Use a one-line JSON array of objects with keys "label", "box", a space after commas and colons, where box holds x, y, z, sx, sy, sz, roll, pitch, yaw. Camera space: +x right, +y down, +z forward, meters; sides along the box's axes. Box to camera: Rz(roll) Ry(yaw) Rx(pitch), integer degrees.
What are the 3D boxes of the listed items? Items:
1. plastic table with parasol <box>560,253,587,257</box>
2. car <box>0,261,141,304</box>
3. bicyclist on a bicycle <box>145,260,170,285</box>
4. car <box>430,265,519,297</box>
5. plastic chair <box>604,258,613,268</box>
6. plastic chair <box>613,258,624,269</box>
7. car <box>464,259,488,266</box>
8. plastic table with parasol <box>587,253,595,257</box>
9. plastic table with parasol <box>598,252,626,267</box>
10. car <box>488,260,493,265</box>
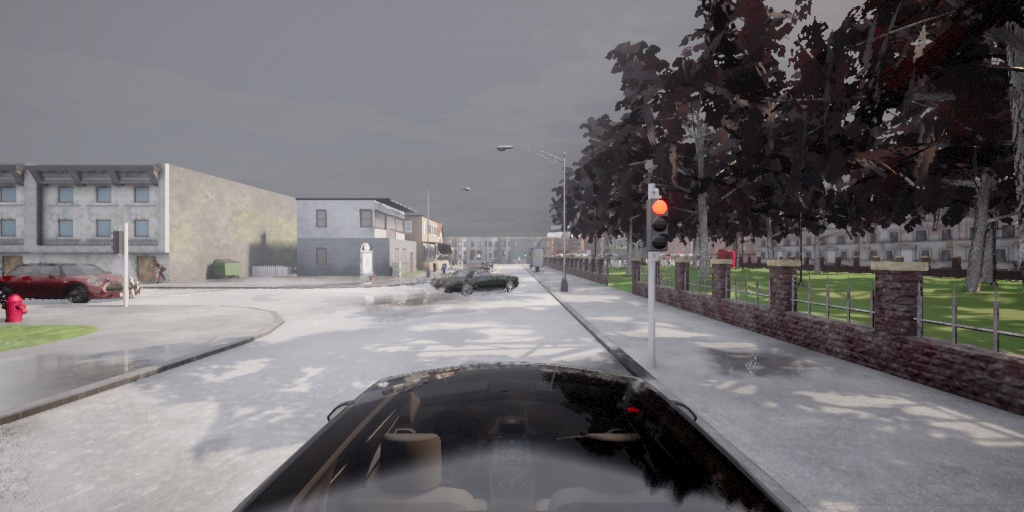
[{"label": "plastic table with parasol", "box": [9.959, 0.684, 57.767, 2.482, 2.480, 2.482, 0, 0, -40]}, {"label": "car", "box": [-19.299, 1.101, 15.754, 4.553, 1.767, 2.097, 0, 0, 0]}, {"label": "bicyclist on a bicycle", "box": [-23.866, 1.098, 24.154, 0.582, 1.620, 1.656, 0, 0, 0]}, {"label": "car", "box": [-1.833, 1.351, 19.153, 4.718, 1.301, 1.895, 0, 0, -43]}, {"label": "plastic chair", "box": [14.306, 1.306, 54.128, 0.730, 1.272, 0.750, 0, 0, -35]}, {"label": "plastic chair", "box": [16.012, 1.296, 54.032, 0.750, 1.272, 0.730, 0, 0, -40]}, {"label": "car", "box": [-4.108, 1.102, 39.537, 2.097, 1.767, 4.553, 0, 0, 0]}, {"label": "plastic table with parasol", "box": [14.655, 0.673, 63.244, 2.482, 2.480, 2.482, 0, 0, -42]}, {"label": "plastic table with parasol", "box": [15.279, 0.694, 55.030, 2.482, 2.480, 2.482, 0, 0, -40]}, {"label": "car", "box": [-4.108, 1.297, 49.052, 2.033, 1.411, 5.357, 0, 0, 0]}]
